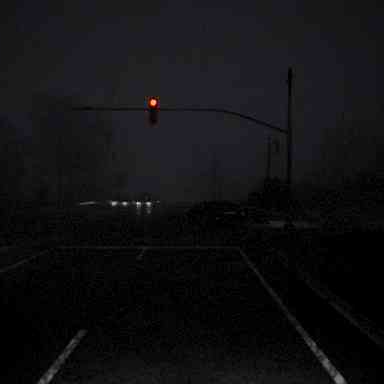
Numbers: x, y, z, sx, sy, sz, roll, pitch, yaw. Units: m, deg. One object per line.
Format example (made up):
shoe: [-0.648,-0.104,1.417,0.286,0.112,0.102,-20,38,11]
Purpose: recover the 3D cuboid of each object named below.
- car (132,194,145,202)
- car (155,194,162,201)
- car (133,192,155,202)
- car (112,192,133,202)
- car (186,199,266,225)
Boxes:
car: [-10.452,1.181,65.337,1.994,1.385,4.181,0,-2,1]
car: [-6.945,1.174,65.645,2.033,1.411,5.357,0,-2,1]
car: [-7.035,0.766,49.460,1.837,1.490,4.892,0,-1,0]
car: [-10.535,0.745,49.821,1.882,1.535,5.008,0,0,0]
car: [2.111,1.205,20.585,4.892,1.490,1.837,0,1,7]
